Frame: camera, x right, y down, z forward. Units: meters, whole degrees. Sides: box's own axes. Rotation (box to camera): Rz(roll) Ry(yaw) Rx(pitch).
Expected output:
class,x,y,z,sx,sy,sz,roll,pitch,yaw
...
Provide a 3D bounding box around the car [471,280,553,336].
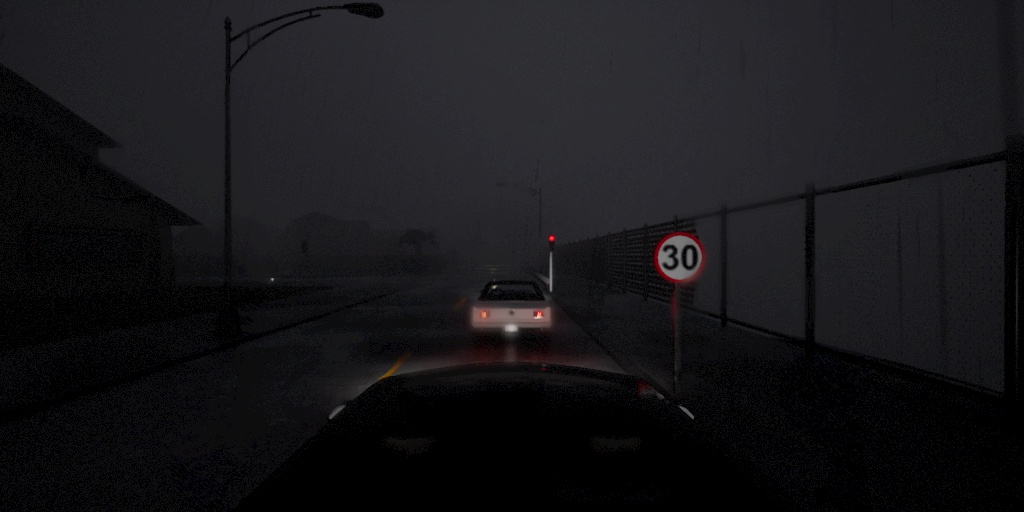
class,x,y,z,sx,sy,sz,roll,pitch,yaw
car,-0.004,1.343,10.290,1.895,1.301,4.718,0,0,0

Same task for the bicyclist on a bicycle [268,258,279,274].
class,x,y,z,sx,sy,sz,roll,pitch,yaw
bicyclist on a bicycle,-24.328,1.065,36.596,0.582,1.620,1.656,0,0,0
